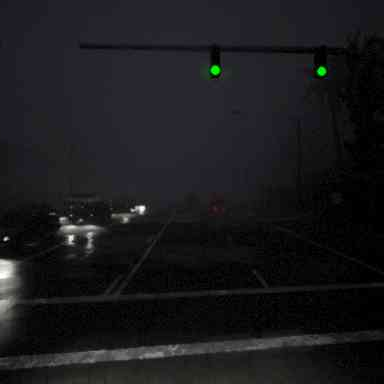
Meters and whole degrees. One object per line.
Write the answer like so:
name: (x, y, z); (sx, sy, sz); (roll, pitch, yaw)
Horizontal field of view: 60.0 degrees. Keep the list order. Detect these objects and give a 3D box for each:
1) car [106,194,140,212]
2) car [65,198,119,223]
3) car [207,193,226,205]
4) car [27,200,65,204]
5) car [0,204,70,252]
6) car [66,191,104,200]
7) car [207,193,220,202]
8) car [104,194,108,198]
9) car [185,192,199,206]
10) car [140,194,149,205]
car: (-7.024, 1.175, 34.269); (1.882, 1.535, 5.008); (0, 1, 0)
car: (-7.080, 1.385, 23.919); (2.033, 1.411, 5.357); (0, 1, 1)
car: (3.509, 1.117, 45.582); (1.895, 1.301, 4.718); (0, 1, 0)
car: (-10.582, 1.413, 22.460); (1.994, 1.385, 4.181); (0, 0, 0)
car: (-7.127, 1.477, 13.847); (2.033, 1.411, 5.357); (0, 1, -2)
car: (-10.536, 0.952, 31.886); (2.150, 2.045, 5.566); (0, 1, 0)
car: (3.510, 0.862, 55.713); (1.812, 1.442, 4.674); (0, 1, 0)
car: (-10.526, 1.033, 42.472); (1.882, 1.535, 5.008); (0, 1, 0)
car: (0.010, 1.067, 45.186); (2.033, 1.411, 5.357); (0, 1, 0)
car: (-7.026, 0.994, 45.665); (2.128, 1.511, 4.902); (0, 1, 0)
